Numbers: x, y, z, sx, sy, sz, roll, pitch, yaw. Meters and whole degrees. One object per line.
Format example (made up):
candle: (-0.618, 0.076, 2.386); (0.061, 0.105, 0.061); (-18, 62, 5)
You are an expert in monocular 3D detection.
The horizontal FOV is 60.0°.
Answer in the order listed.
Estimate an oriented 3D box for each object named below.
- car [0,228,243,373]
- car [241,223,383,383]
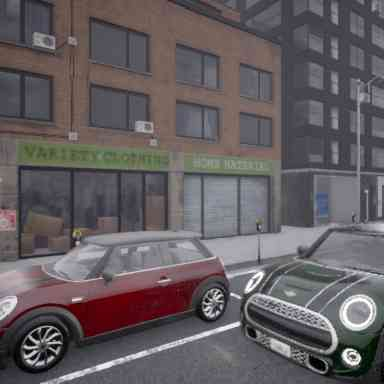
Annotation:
car: (-1.369, 1.440, 5.559); (4.097, 1.590, 1.967); (0, 0, -36)
car: (2.932, 1.352, 5.473); (4.553, 1.767, 2.097); (0, 0, -36)
